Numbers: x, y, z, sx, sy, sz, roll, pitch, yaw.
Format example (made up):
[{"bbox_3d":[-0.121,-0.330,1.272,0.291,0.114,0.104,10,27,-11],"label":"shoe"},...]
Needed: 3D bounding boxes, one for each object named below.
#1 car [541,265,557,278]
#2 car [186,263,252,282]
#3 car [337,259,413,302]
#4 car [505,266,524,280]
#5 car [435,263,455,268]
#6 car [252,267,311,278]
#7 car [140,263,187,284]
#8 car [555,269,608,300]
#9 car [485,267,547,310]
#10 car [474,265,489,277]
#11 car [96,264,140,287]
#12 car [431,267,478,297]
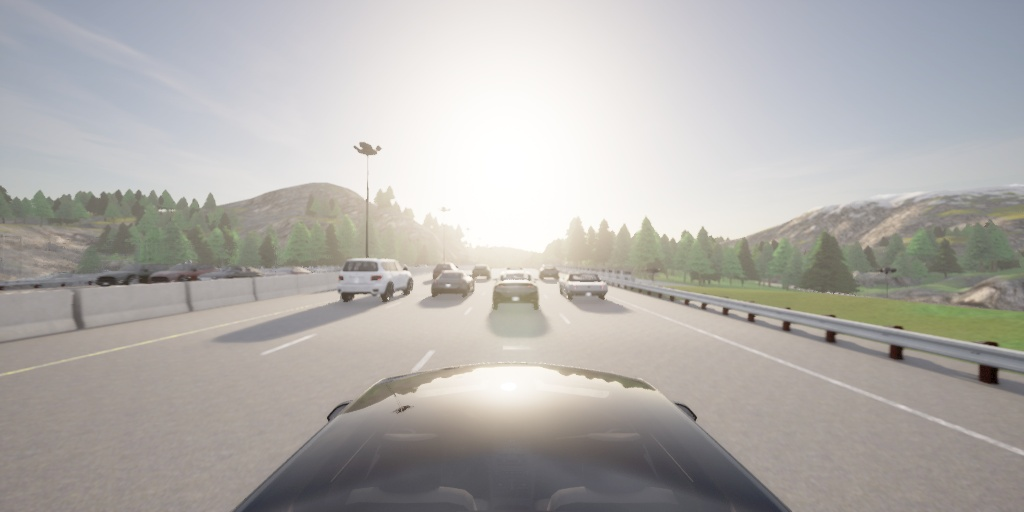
[{"bbox_3d":[3.762,1.666,37.436,2.128,1.511,4.902,0,-1,0],"label":"car"},{"bbox_3d":[-20.986,1.500,26.894,2.128,1.511,4.902,0,-1,0],"label":"car"},{"bbox_3d":[-6.819,1.156,18.450,2.150,2.045,5.566,0,-1,0],"label":"car"},{"bbox_3d":[0.263,1.770,37.485,1.895,1.301,4.718,0,-1,0],"label":"car"},{"bbox_3d":[-6.741,1.503,36.977,2.097,1.767,4.553,0,-1,0],"label":"car"},{"bbox_3d":[-17.481,1.552,27.949,1.812,1.442,4.674,0,-1,0],"label":"car"},{"bbox_3d":[-24.484,1.357,27.077,2.097,1.767,4.553,0,-1,0],"label":"car"},{"bbox_3d":[3.675,1.561,19.351,1.895,1.301,4.718,0,-1,0],"label":"car"},{"bbox_3d":[0.153,1.406,15.801,2.128,1.511,4.902,0,-1,0],"label":"car"},{"bbox_3d":[-3.233,1.680,38.425,1.837,1.490,4.892,0,-1,0],"label":"car"},{"bbox_3d":[-27.984,1.350,26.958,2.097,1.767,4.553,0,-1,0],"label":"car"},{"bbox_3d":[-3.318,1.530,20.731,1.994,1.385,4.181,0,-1,0],"label":"car"}]
